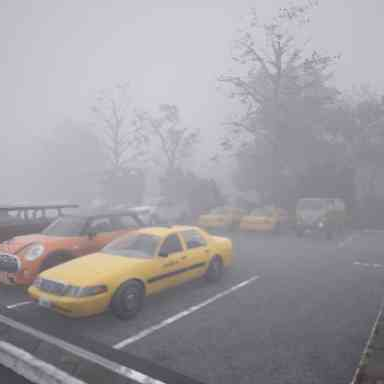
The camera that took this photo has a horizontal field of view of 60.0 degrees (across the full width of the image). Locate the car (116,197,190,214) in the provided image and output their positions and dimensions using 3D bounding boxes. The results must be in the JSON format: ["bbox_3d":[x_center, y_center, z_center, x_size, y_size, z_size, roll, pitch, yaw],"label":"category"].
[{"bbox_3d":[-2.355,1.370,23.946,2.435,2.045,5.566,-1,-1,35],"label":"car"}]

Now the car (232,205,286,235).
[{"bbox_3d":[4.622,1.514,19.297,1.946,1.575,5.366,-1,0,35],"label":"car"}]

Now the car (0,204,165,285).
[{"bbox_3d":[-3.160,1.395,9.583,2.185,1.767,4.553,-1,0,35],"label":"car"}]

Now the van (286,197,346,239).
[{"bbox_3d":[6.731,1.270,17.443,1.878,1.987,4.442,-1,0,35],"label":"van"}]

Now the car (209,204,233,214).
[{"bbox_3d":[2.446,1.540,20.829,1.946,1.575,5.366,-1,-1,35],"label":"car"}]

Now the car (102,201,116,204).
[{"bbox_3d":[-4.629,1.676,25.559,2.231,1.521,4.892,-1,-1,35],"label":"car"}]

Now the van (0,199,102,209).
[{"bbox_3d":[-5.596,1.331,11.401,1.878,1.987,4.442,-1,-1,35],"label":"van"}]

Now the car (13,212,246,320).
[{"bbox_3d":[-0.897,1.496,7.727,1.946,1.575,5.366,-1,0,35],"label":"car"}]

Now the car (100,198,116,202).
[{"bbox_3d":[-6.836,1.478,27.069,2.435,2.045,5.566,-1,-1,35],"label":"car"}]
